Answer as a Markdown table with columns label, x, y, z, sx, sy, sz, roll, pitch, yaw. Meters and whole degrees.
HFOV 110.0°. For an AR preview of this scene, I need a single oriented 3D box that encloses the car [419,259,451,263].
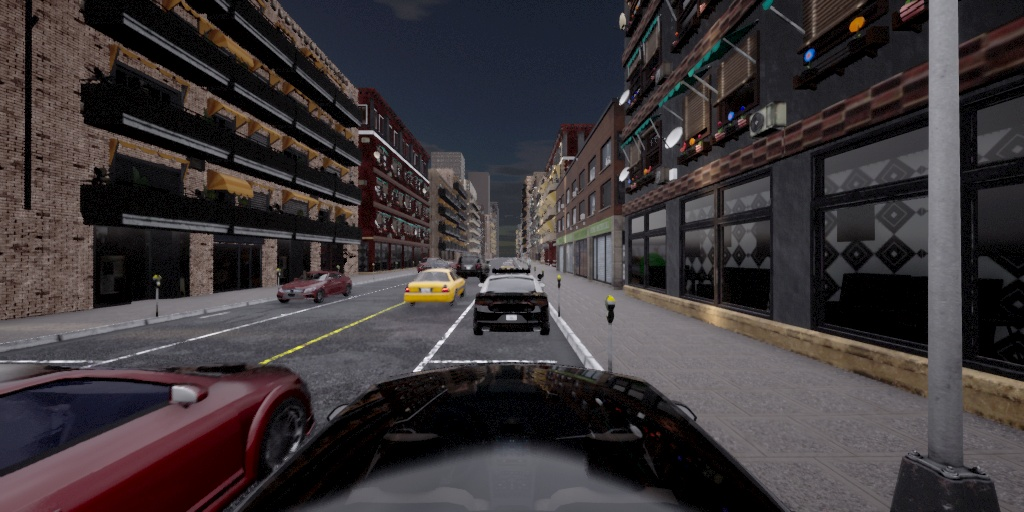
| label | x | y | z | sx | sy | sz | roll | pitch | yaw |
| --- | --- | --- | --- | --- | --- | --- | --- | --- | --- |
| car | -6.243 | 1.242 | 30.078 | 2.128 | 1.511 | 4.902 | 0 | 0 | 0 |

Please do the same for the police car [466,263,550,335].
| label | x | y | z | sx | sy | sz | roll | pitch | yaw |
| --- | --- | --- | --- | --- | --- | --- | --- | --- | --- |
| police car | -0.011 | 1.175 | 10.609 | 1.930 | 1.638 | 5.238 | 0 | 0 | 0 |

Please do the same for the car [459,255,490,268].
| label | x | y | z | sx | sy | sz | roll | pitch | yaw |
| --- | --- | --- | --- | --- | --- | --- | --- | --- | --- |
| car | -3.074 | 0.972 | 28.693 | 2.150 | 2.045 | 5.566 | 0 | 0 | 2 |

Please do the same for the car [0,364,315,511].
| label | x | y | z | sx | sy | sz | roll | pitch | yaw |
| --- | --- | --- | --- | --- | --- | --- | --- | --- | --- |
| car | -3.053 | 1.314 | 2.033 | 1.994 | 1.385 | 4.181 | 0 | 0 | 0 |

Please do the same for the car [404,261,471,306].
| label | x | y | z | sx | sy | sz | roll | pitch | yaw |
| --- | --- | --- | --- | --- | --- | --- | --- | --- | --- |
| car | -3.147 | 1.211 | 15.642 | 1.801 | 1.575 | 5.366 | 0 | 0 | 0 |

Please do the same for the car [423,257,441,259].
| label | x | y | z | sx | sy | sz | roll | pitch | yaw |
| --- | --- | --- | --- | --- | --- | --- | --- | --- | --- |
| car | -8.837 | 1.064 | 39.007 | 2.192 | 1.841 | 5.009 | 0 | 0 | 0 |

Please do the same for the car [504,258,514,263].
| label | x | y | z | sx | sy | sz | roll | pitch | yaw |
| --- | --- | --- | --- | --- | --- | --- | --- | --- | --- |
| car | -0.456 | 1.275 | 39.173 | 1.751 | 1.417 | 4.829 | 0 | 0 | 0 |

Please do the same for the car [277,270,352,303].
| label | x | y | z | sx | sy | sz | roll | pitch | yaw |
| --- | --- | --- | --- | --- | --- | --- | --- | --- | --- |
| car | -8.837 | 1.333 | 16.462 | 1.802 | 1.307 | 4.207 | 0 | 0 | 0 |
